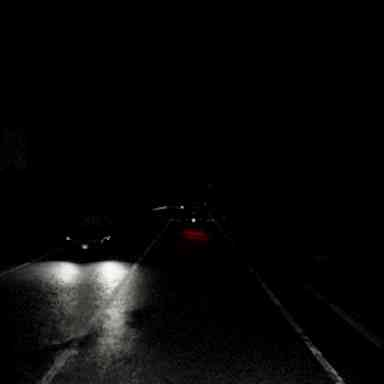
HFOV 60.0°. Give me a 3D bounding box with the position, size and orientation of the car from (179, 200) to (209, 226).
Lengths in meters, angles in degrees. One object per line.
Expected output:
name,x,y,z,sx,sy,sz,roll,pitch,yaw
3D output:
car,0.116,1.589,24.061,1.837,1.490,4.892,0,0,0

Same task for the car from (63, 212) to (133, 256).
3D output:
car,-3.593,1.572,13.479,1.812,1.442,4.674,0,0,0

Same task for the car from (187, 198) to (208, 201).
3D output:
car,0.935,1.471,41.542,2.097,1.767,4.553,-1,0,5
